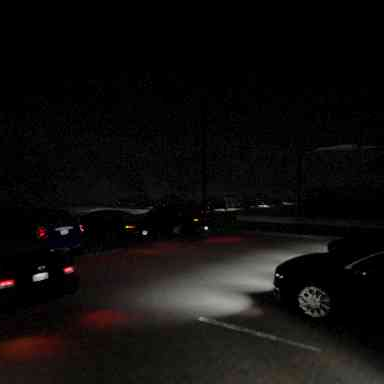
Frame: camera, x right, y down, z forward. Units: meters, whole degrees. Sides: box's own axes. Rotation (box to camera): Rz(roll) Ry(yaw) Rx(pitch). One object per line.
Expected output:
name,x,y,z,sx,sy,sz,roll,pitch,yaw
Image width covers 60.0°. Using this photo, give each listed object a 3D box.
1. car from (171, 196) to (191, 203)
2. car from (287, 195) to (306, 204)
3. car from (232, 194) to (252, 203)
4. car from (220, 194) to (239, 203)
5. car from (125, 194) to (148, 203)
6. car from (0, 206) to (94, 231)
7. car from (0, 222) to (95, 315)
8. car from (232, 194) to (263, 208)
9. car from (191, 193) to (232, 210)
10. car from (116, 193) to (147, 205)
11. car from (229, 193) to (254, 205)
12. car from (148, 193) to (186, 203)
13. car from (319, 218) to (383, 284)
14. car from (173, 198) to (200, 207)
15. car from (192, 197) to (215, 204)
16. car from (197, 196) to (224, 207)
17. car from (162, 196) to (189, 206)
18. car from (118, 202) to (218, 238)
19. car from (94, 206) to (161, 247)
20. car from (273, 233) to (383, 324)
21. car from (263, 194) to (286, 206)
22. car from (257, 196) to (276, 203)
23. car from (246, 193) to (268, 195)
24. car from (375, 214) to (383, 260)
car,-0.185,1.594,42.338,1.895,1.301,4.718,0,0,36
car,20.959,1.347,64.779,2.097,1.767,4.553,0,0,41
car,10.411,1.346,68.662,2.097,1.767,4.553,0,0,37
car,8.144,1.346,71.416,2.097,1.767,4.553,0,0,37
car,-6.332,1.482,45.777,2.128,1.511,4.902,0,0,36
car,-6.063,1.347,12.036,4.553,1.767,2.097,0,0,30
car,-4.771,1.545,7.270,5.357,1.411,2.033,0,0,34
car,7.759,1.486,47.347,2.128,1.511,4.902,0,0,36
car,2.399,1.346,39.938,2.097,1.767,4.553,0,0,36
car,-8.518,1.211,48.738,2.150,2.045,5.566,0,0,35
car,9.230,1.214,61.211,2.150,2.045,5.566,0,0,36
car,-2.829,1.213,44.659,2.150,2.045,5.566,0,0,35
car,5.878,1.526,8.396,4.674,1.442,1.812,0,0,36
car,-0.892,1.592,53.282,1.895,1.301,4.718,0,0,36
car,2.235,1.591,63.426,1.895,1.301,4.718,0,0,36
car,3.044,1.470,52.752,1.882,1.535,5.008,0,0,36
car,-2.755,1.494,56.646,1.837,1.490,4.892,0,0,36
car,-1.353,1.502,17.571,4.892,1.490,1.837,0,0,32
car,-3.951,1.521,15.002,4.674,1.442,1.812,0,0,31
car,3.814,1.505,5.569,4.892,1.490,1.837,0,0,35
car,13.602,1.559,55.413,1.994,1.385,4.181,0,0,35
car,15.532,1.517,69.240,1.812,1.442,4.674,0,0,41
car,11.849,1.214,58.903,2.150,2.045,5.566,0,0,36
car,8.943,1.549,10.506,5.357,1.411,2.033,0,0,36
